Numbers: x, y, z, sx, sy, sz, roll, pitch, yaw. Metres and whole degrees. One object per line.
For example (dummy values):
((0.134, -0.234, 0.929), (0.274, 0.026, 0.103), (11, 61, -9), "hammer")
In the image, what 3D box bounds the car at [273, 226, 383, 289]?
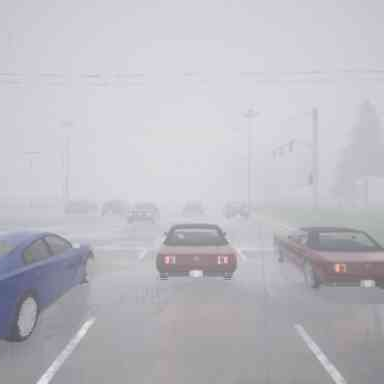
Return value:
((3.602, 1.574, 9.024), (1.895, 1.301, 4.718), (0, 0, 0), "car")

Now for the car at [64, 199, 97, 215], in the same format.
((-10.389, 1.400, 31.363), (2.128, 1.511, 4.902), (0, 0, 0), "car")

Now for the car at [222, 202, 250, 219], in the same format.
((3.608, 1.519, 28.150), (1.895, 1.301, 4.718), (0, 0, 0), "car")

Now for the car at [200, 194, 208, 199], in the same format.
((3.526, 1.275, 90.834), (2.033, 1.411, 5.357), (0, 0, 0), "car")

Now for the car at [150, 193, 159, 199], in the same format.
((-10.473, 1.286, 91.703), (1.994, 1.385, 4.181), (0, 0, 0), "car")

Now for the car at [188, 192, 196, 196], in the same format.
((0.027, 0.961, 90.947), (2.150, 2.045, 5.566), (0, 0, 0), "car")

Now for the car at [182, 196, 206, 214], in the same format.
((0.111, 1.431, 32.556), (1.812, 1.442, 4.674), (0, 0, 0), "car")

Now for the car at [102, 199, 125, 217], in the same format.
((-6.890, 1.416, 30.489), (1.837, 1.490, 4.892), (0, 0, 0), "car")

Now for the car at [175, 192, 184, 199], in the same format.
((-3.473, 0.961, 91.026), (2.150, 2.045, 5.566), (0, 0, 0), "car")

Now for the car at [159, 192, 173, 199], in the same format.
((-6.974, 0.961, 90.732), (2.150, 2.045, 5.566), (0, 0, 0), "car")

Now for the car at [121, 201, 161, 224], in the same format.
((-3.392, 1.477, 24.039), (2.033, 1.411, 5.357), (0, 0, 0), "car")

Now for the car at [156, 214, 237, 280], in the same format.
((0.103, 1.572, 9.834), (1.895, 1.301, 4.718), (0, 0, 0), "car")

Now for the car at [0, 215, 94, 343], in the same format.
((-3.397, 1.459, 6.418), (1.882, 1.535, 5.008), (0, 0, 0), "car")
